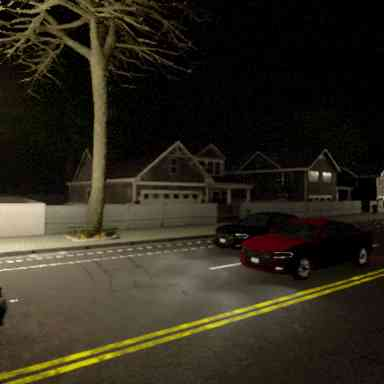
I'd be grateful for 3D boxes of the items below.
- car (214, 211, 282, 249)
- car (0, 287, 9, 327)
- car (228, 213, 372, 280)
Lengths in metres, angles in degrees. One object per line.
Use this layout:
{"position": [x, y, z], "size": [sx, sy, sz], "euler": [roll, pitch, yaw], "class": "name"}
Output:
{"position": [3.173, 1.590, 14.048], "size": [5.008, 1.535, 1.882], "euler": [1, -1, -36], "class": "car"}
{"position": [-5.268, 1.531, 3.954], "size": [5.357, 1.411, 2.033], "euler": [1, 0, -36], "class": "car"}
{"position": [3.704, 1.571, 10.411], "size": [5.008, 1.535, 1.882], "euler": [0, 0, -36], "class": "car"}
